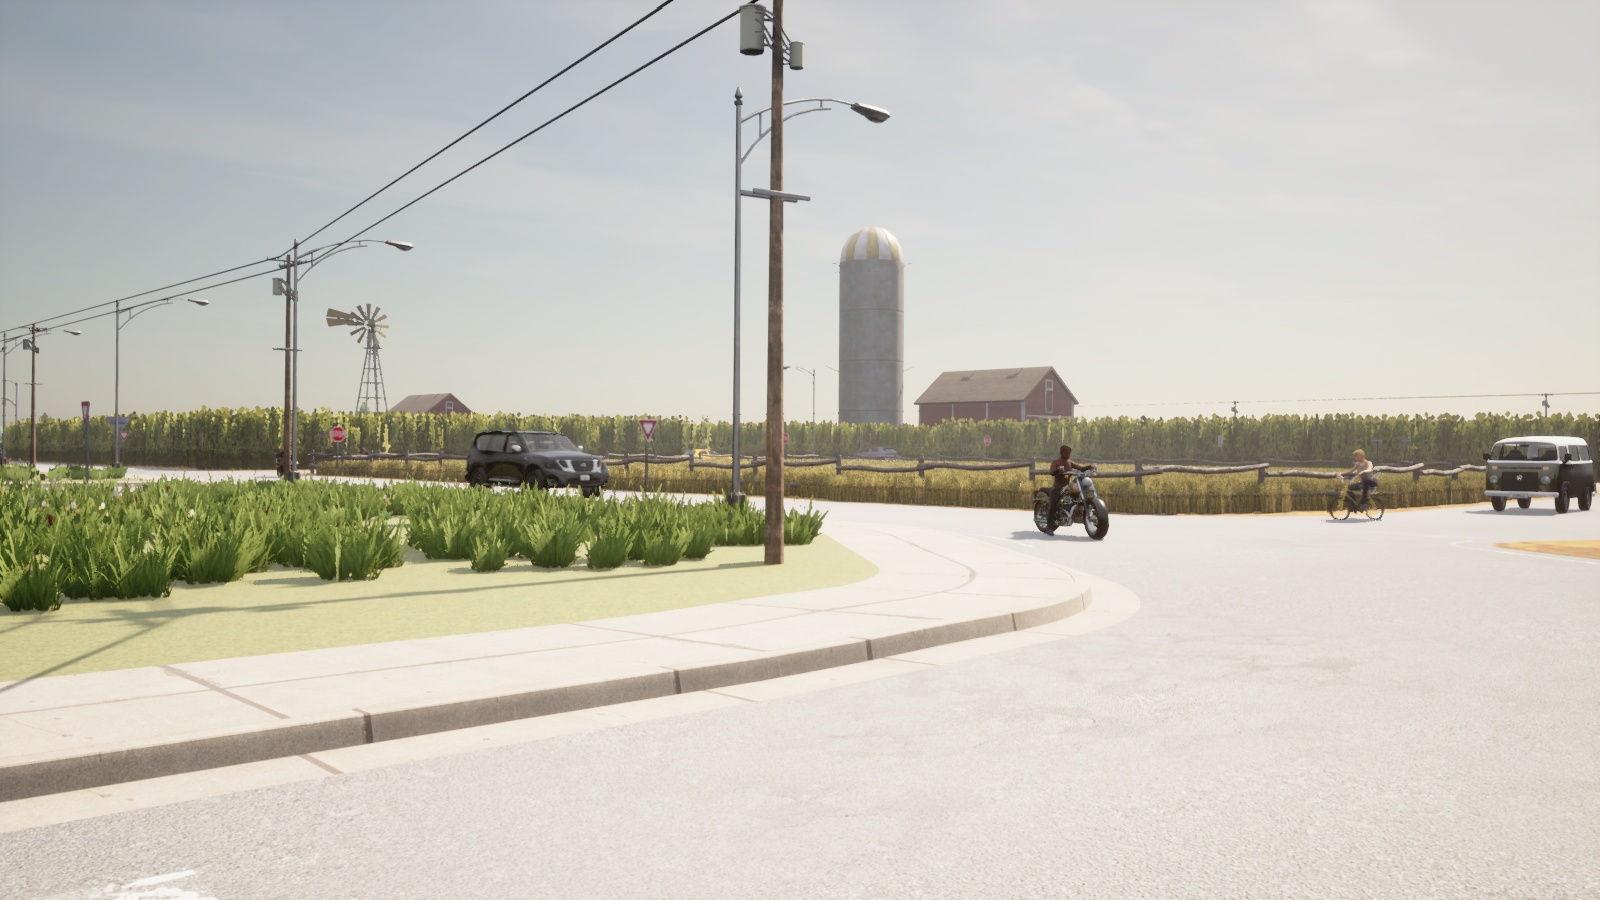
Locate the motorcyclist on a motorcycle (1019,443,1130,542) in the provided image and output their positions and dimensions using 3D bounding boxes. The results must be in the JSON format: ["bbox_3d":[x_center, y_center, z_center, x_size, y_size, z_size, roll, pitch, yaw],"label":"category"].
[{"bbox_3d":[4.776,0.703,22.069,0.766,1.649,2.350,0,0,-20],"label":"motorcyclist on a motorcycle"}]

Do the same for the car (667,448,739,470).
[{"bbox_3d":[-7.162,0.632,92.874,5.366,1.575,1.801,0,0,-43],"label":"car"}]

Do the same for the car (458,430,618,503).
[{"bbox_3d":[-7.979,0.458,37.813,2.150,2.045,5.566,0,0,-43],"label":"car"}]

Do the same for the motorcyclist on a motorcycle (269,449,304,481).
[{"bbox_3d":[-25.098,0.729,61.341,0.866,1.530,2.191,0,0,-43],"label":"motorcyclist on a motorcycle"}]

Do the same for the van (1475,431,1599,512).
[{"bbox_3d":[20.168,0.551,34.145,2.069,2.038,4.480,0,0,44],"label":"van"}]

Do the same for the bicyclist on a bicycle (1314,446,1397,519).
[{"bbox_3d":[12.537,0.737,28.346,1.509,1.612,0.866,0,-1,-17],"label":"bicyclist on a bicycle"}]
